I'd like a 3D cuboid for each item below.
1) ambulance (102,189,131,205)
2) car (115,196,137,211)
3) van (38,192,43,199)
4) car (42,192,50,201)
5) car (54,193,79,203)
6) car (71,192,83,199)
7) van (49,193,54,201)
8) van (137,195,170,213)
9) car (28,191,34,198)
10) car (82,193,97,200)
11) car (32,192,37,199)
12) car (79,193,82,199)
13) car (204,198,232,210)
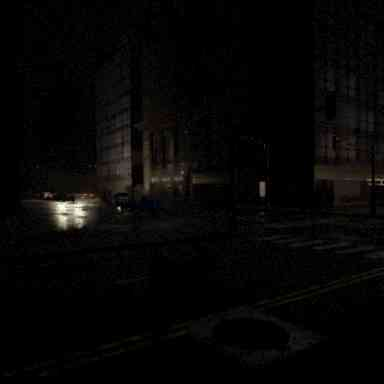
[{"bbox_3d":[-11.209,0.794,49.755,2.351,2.431,6.366,-1,1,-35],"label":"ambulance"},{"bbox_3d":[-7.045,1.453,39.000,1.802,1.307,4.206,-1,1,-35],"label":"car"},{"bbox_3d":[-33.248,0.934,75.815,1.690,1.788,3.998,-1,1,-35],"label":"van"},{"bbox_3d":[-29.972,1.175,71.215,1.887,1.381,4.507,-1,1,-35],"label":"car"},{"bbox_3d":[-23.423,1.020,62.008,2.192,1.841,5.009,-1,1,-35],"label":"car"},{"bbox_3d":[-29.580,0.868,85.362,1.967,1.590,4.097,-1,1,-35],"label":"car"},{"bbox_3d":[-26.698,1.009,66.611,1.690,1.788,3.998,-1,1,-35],"label":"van"},{"bbox_3d":[-3.772,1.242,34.395,1.690,1.788,3.998,-1,1,-35],"label":"van"},{"bbox_3d":[-39.798,1.064,85.021,1.887,1.381,4.507,-1,1,-35],"label":"car"},{"bbox_3d":[-23.029,1.084,76.160,1.802,1.307,4.206,-1,1,-35],"label":"car"},{"bbox_3d":[-36.523,1.122,80.419,1.947,1.339,4.313,-1,1,-35],"label":"car"},{"bbox_3d":[-26.304,1.015,80.762,2.008,1.369,4.403,-1,1,-35],"label":"car"},{"bbox_3d":[3.175,1.338,39.340,1.947,1.339,4.313,-1,1,-35],"label":"car"}]
